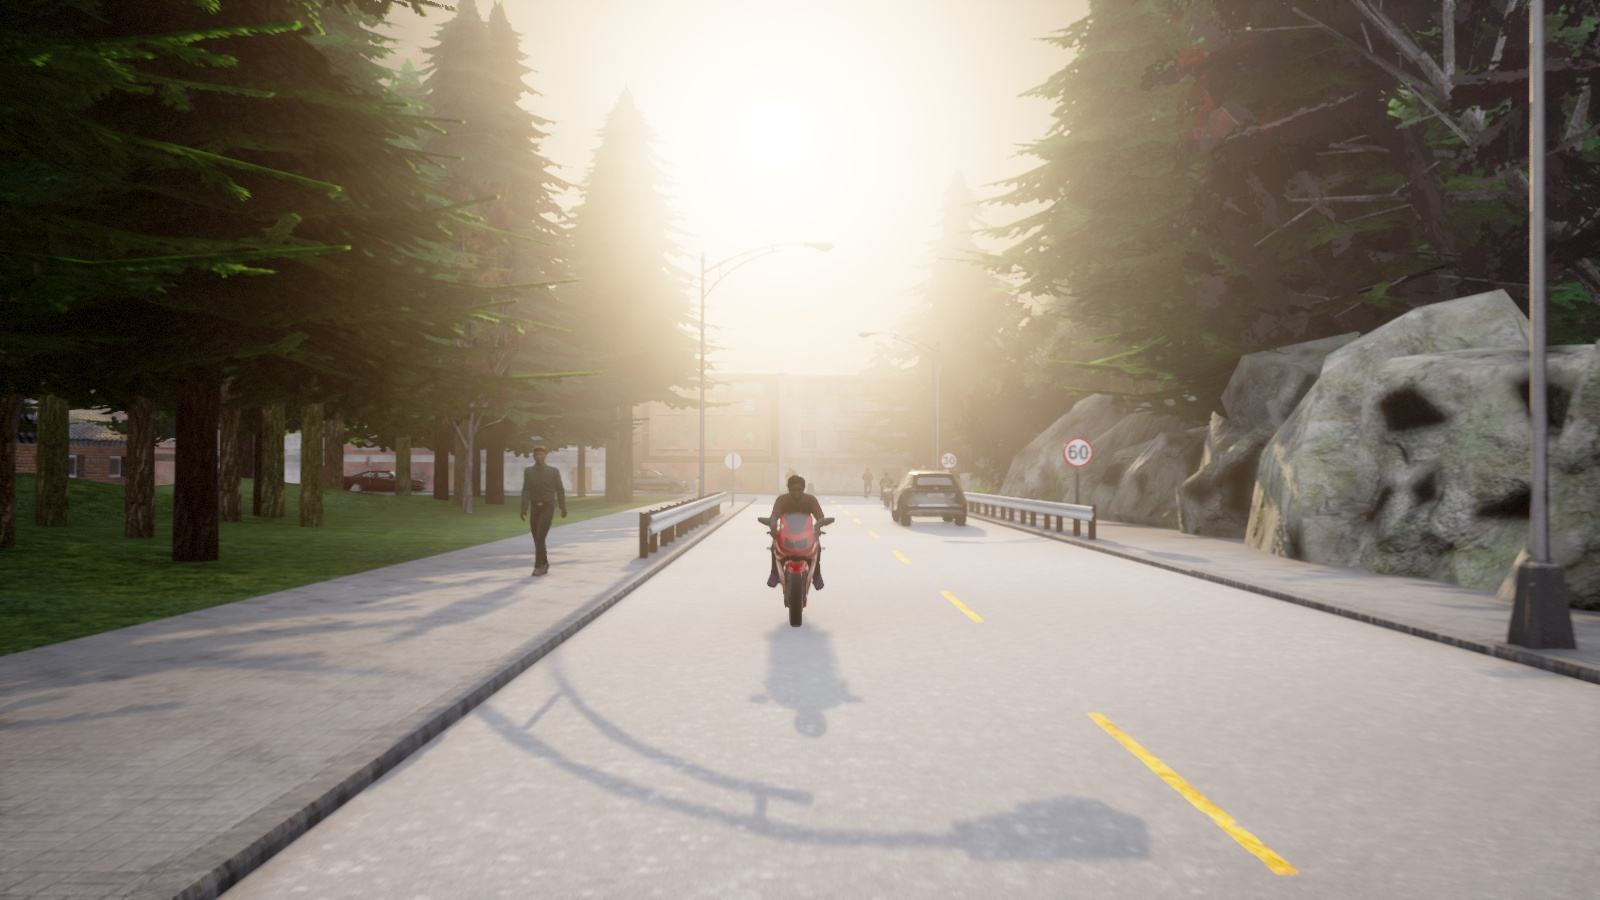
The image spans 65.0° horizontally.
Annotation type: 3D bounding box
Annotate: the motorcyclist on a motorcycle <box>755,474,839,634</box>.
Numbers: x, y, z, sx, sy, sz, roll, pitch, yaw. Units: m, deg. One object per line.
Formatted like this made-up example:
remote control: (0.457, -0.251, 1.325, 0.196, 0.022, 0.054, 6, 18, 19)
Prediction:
motorcyclist on a motorcycle: (-0.031, 1.015, 13.051, 0.797, 1.523, 2.044, 0, -1, 0)

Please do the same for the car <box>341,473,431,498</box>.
car: (-25.813, 2.209, 78.447, 5.008, 1.535, 1.882, 0, -1, 0)

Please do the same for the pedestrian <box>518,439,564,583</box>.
pedestrian: (-3.567, 0.829, 17.336, 0.423, 1.949, 0.788, 0, -1, 5)

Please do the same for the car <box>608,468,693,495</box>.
car: (-9.320, 1.944, 78.458, 5.027, 1.651, 2.152, 0, -1, 0)

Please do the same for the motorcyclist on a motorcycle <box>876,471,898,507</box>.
motorcyclist on a motorcycle: (3.750, 1.693, 54.443, 0.797, 1.523, 2.044, 0, -1, 0)

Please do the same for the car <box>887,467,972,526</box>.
car: (3.858, 1.367, 38.138, 2.033, 1.649, 4.856, 0, -1, 0)
